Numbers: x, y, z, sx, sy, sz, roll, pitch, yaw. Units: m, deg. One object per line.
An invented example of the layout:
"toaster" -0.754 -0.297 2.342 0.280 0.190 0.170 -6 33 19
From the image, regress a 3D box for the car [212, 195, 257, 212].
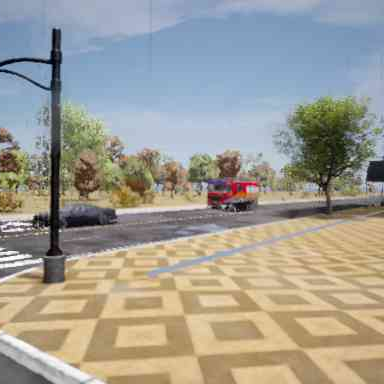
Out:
"car" 4.819 1.391 36.970 2.128 1.511 4.902 1 1 38

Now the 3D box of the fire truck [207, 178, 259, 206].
"fire truck" 5.401 0.175 42.802 2.891 3.827 8.468 1 1 38

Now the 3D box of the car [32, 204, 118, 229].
"car" -7.354 1.466 21.510 2.033 1.411 5.357 1 1 38
